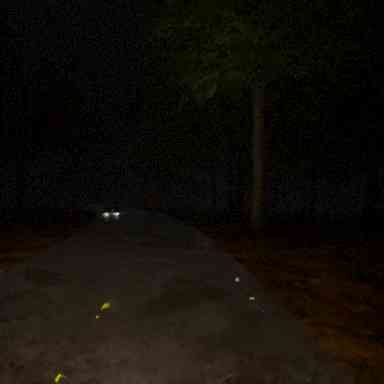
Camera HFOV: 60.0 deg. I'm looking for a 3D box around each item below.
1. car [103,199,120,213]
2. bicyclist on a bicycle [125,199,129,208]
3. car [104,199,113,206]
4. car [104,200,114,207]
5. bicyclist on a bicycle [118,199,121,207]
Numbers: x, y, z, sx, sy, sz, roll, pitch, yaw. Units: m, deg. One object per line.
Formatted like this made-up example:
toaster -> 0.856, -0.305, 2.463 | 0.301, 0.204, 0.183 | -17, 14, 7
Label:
car -> -10.474, 1.865, 42.824 | 2.033, 1.411, 5.357 | 0, -1, -19
bicyclist on a bicycle -> -10.781, 1.925, 55.347 | 0.866, 1.612, 1.509 | 1, 0, -21
car -> -20.752, 2.573, 82.479 | 1.837, 1.490, 4.892 | 0, -1, -10
car -> -18.159, 2.560, 72.861 | 1.994, 1.385, 4.181 | 0, -1, -16
bicyclist on a bicycle -> -13.966, 2.180, 63.847 | 0.866, 1.612, 1.509 | 0, -1, -21
